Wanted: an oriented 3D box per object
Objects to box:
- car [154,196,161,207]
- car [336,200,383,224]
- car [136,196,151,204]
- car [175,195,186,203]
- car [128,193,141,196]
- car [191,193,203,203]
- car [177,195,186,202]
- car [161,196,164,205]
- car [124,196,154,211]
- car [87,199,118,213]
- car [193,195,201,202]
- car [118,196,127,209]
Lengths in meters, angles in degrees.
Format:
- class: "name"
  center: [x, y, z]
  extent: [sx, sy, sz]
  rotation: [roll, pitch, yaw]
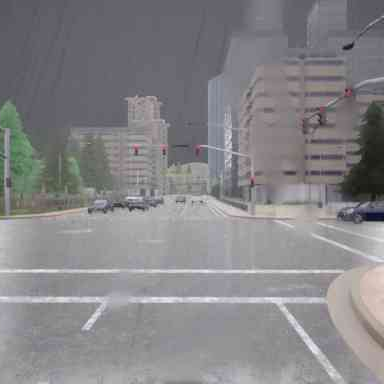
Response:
- class: "car"
  center: [-6.231, 1.564, 49.479]
  extent: [1.994, 1.385, 4.181]
  rotation: [0, 0, 0]
- class: "car"
  center: [12.948, 1.352, 24.066]
  extent: [4.553, 1.767, 2.097]
  rotation: [0, 0, 1]
- class: "car"
  center: [-9.511, 1.491, 65.686]
  extent: [2.128, 1.511, 4.902]
  rotation: [0, 0, 1]
- class: "car"
  center: [-2.349, 1.564, 68.332]
  extent: [1.994, 1.385, 4.181]
  rotation: [0, 0, 1]
- class: "car"
  center: [-9.660, 1.221, 55.454]
  extent: [2.150, 2.045, 5.566]
  rotation: [0, 0, 1]
- class: "car"
  center: [1.037, 1.221, 66.915]
  extent: [2.150, 2.045, 5.566]
  rotation: [0, 0, 1]
- class: "car"
  center: [-2.361, 1.478, 77.288]
  extent: [1.882, 1.535, 5.008]
  rotation: [0, 0, 1]
- class: "car"
  center: [-6.105, 1.477, 59.936]
  extent: [1.882, 1.535, 5.008]
  rotation: [0, 0, 0]
- class: "car"
  center: [-6.325, 1.547, 40.272]
  extent: [2.033, 1.411, 5.357]
  rotation: [0, 0, 1]
- class: "car"
  center: [-9.847, 1.526, 36.394]
  extent: [1.812, 1.442, 4.674]
  rotation: [0, 0, 1]
- class: "car"
  center: [1.132, 1.521, 76.600]
  extent: [1.812, 1.442, 4.674]
  rotation: [0, 0, 1]
- class: "car"
  center: [-9.773, 1.601, 45.494]
  extent: [1.895, 1.301, 4.718]
  rotation: [0, 0, 1]
